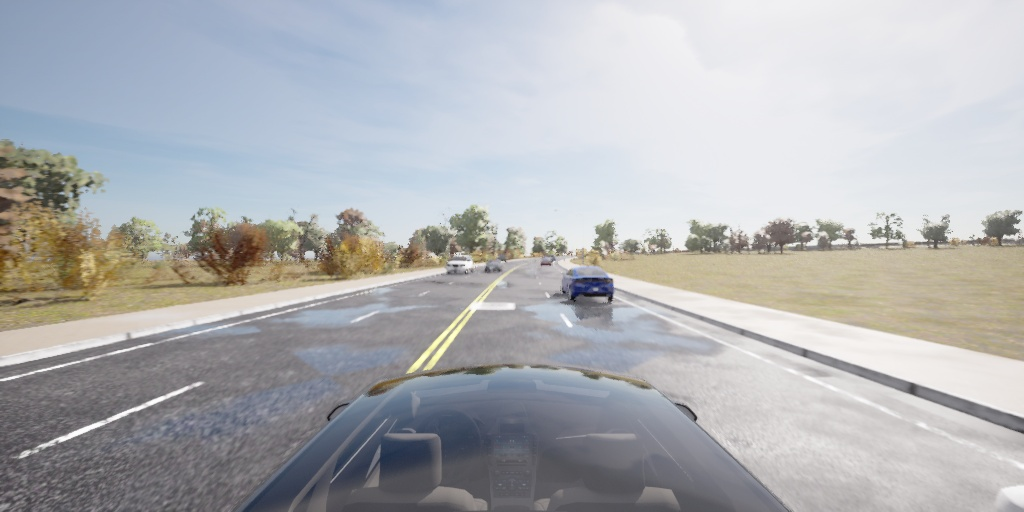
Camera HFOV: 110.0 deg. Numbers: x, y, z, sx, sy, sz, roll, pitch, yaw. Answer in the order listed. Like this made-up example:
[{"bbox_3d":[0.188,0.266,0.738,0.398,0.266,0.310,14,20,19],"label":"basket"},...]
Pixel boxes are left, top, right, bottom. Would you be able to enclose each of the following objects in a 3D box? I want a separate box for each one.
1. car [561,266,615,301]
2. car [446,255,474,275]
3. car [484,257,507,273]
[{"bbox_3d":[3.539,1.231,17.441,1.882,1.535,5.008,0,0,1],"label":"car"},{"bbox_3d":[-5.592,0.933,39.107,2.150,2.045,5.566,0,0,3],"label":"car"},{"bbox_3d":[-2.119,1.202,42.724,2.128,1.511,4.902,0,0,4],"label":"car"}]
